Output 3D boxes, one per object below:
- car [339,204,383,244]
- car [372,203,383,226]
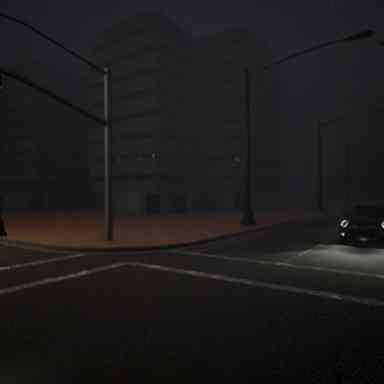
[{"bbox_3d":[8.395,1.374,15.605,2.097,1.767,4.553,-1,0,36],"label":"car"},{"bbox_3d":[14.309,1.548,23.946,1.812,1.442,4.674,-1,0,36],"label":"car"}]
